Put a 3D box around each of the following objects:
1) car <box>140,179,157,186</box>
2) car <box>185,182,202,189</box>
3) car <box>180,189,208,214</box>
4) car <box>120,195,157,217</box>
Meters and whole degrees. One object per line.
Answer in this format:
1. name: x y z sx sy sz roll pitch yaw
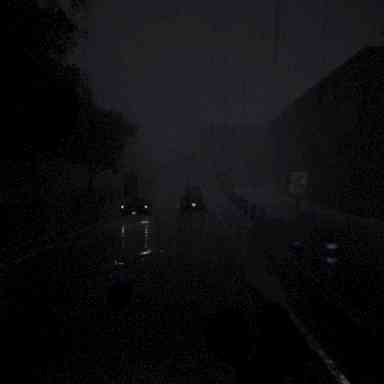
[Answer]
1. car: -8.471 -1.860 64.656 1.994 1.385 4.181 -2 4 -38
2. car: 0.144 -0.446 41.016 1.882 1.535 5.008 0 4 0
3. car: 0.127 0.731 24.565 1.994 1.385 4.181 0 3 0
4. car: -3.576 0.875 22.731 1.895 1.301 4.718 0 3 0
